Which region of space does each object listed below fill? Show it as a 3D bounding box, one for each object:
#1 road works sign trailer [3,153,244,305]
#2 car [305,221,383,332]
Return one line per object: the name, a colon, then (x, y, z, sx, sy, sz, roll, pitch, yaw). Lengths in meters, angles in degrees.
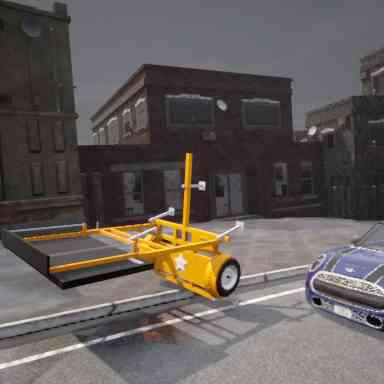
road works sign trailer: (-1.064, 0.691, 5.834, 3.560, 2.880, 2.380, -2, 7, -44)
car: (4.381, 1.329, 6.519, 4.553, 1.767, 2.097, 0, 0, -30)
